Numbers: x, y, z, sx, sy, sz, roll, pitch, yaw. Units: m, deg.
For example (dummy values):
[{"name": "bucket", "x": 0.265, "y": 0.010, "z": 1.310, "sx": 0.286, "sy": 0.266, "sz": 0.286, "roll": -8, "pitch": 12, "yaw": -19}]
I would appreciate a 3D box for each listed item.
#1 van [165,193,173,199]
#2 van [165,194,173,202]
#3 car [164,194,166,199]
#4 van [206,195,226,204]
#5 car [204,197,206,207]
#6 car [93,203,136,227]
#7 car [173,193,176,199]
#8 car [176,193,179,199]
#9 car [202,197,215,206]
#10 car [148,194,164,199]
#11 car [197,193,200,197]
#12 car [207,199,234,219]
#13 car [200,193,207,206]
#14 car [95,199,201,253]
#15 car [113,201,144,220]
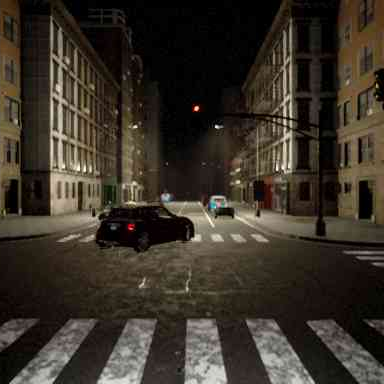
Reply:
[{"name": "van", "x": -5.336, "y": 1.305, "z": 66.806, "sx": 1.690, "sy": 1.788, "sz": 3.998, "roll": 0, "pitch": 0, "yaw": 0}, {"name": "van", "x": -5.331, "y": 1.300, "z": 77.619, "sx": 1.690, "sy": 1.788, "sz": 3.998, "roll": 0, "pitch": 0, "yaw": 0}, {"name": "car", "x": -5.344, "y": 1.498, "z": 50.418, "sx": 1.752, "sy": 1.417, "sz": 4.829, "roll": 0, "pitch": 0, "yaw": 0}, {"name": "van", "x": 2.689, "y": 1.322, "z": 34.359, "sx": 1.690, "sy": 1.788, "sz": 3.998, "roll": 0, "pitch": 0, "yaw": 0}, {"name": "car", "x": 2.698, "y": 1.560, "z": 39.765, "sx": 1.802, "sy": 1.307, "sz": 4.206, "roll": 0, "pitch": 0, "yaw": 0}, {"name": "car", "x": -5.357, "y": 1.538, "z": 23.557, "sx": 2.008, "sy": 1.369, "sz": 4.403, "roll": 0, "pitch": 0, "yaw": 0}, {"name": "car", "x": -5.333, "y": 1.276, "z": 72.212, "sx": 2.192, "sy": 1.841, "sz": 5.009, "roll": 0, "pitch": 0, "yaw": 0}, {"name": "car", "x": -5.325, "y": 1.504, "z": 88.432, "sx": 2.008, "sy": 1.369, "sz": 4.403, "roll": 0, "pitch": 0, "yaw": 0}, {"name": "car", "x": 2.725, "y": 1.535, "z": 55.984, "sx": 1.947, "sy": 1.339, "sz": 4.313, "roll": 0, "pitch": 0, "yaw": 0}, {"name": "car", "x": -5.347, "y": 1.415, "z": 45.182, "sx": 1.967, "sy": 1.590, "sz": 4.097, "roll": 0, "pitch": 0, "yaw": 0}, {"name": "car", "x": 2.770, "y": 1.501, "z": 83.015, "sx": 1.887, "sy": 1.381, "sz": 4.507, "roll": 0, "pitch": 0, "yaw": 0}, {"name": "car", "x": 2.680, "y": 1.535, "z": 28.953, "sx": 2.008, "sy": 1.369, "sz": 4.403, "roll": 0, "pitch": 0, "yaw": 0}, {"name": "car", "x": 2.716, "y": 1.287, "z": 50.578, "sx": 2.192, "sy": 1.841, "sz": 5.009, "roll": 0, "pitch": 0, "yaw": 0}, {"name": "car", "x": -1.785, "y": 1.341, "z": 13.979, "sx": 2.097, "sy": 1.767, "sz": 4.553, "roll": -1, "pitch": 0, "yaw": 32}, {"name": "car", "x": -5.355, "y": 1.509, "z": 28.793, "sx": 1.752, "sy": 1.417, "sz": 4.829, "roll": 0, "pitch": 0, "yaw": 0}]
